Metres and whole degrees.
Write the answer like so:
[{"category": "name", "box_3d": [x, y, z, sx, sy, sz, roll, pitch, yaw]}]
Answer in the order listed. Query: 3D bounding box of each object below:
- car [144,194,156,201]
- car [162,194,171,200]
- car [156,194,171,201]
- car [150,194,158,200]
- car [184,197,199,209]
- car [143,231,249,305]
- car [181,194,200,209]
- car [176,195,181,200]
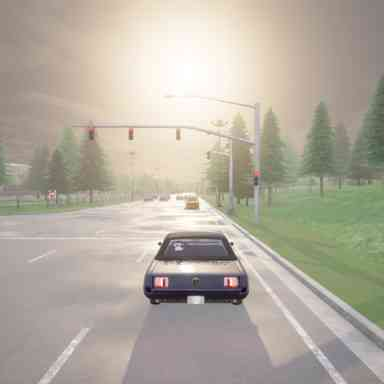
[{"category": "car", "box_3d": [-10.371, 1.531, 80.340, 2.033, 1.411, 5.357, 0, 0, 0]}, {"category": "car", "box_3d": [-6.854, 1.372, 90.754, 2.033, 1.411, 5.357, 0, 0, 0]}, {"category": "car", "box_3d": [-6.871, 1.531, 80.334, 2.033, 1.411, 5.357, 0, 0, 0]}, {"category": "car", "box_3d": [-10.354, 1.332, 90.760, 1.837, 1.490, 4.892, 0, 0, 0]}, {"category": "car", "box_3d": [-0.010, 1.576, 49.703, 2.033, 1.411, 5.357, -1, 1, 1]}, {"category": "car", "box_3d": [0.092, 1.601, 8.035, 1.895, 1.301, 4.718, 0, 0, 0]}, {"category": "car", "box_3d": [-0.072, 1.094, 46.177, 1.882, 1.535, 5.008, -3, 16, -4]}, {"category": "car", "box_3d": [-3.353, 1.553, 91.162, 1.994, 1.385, 4.181, 0, 0, 0]}]
